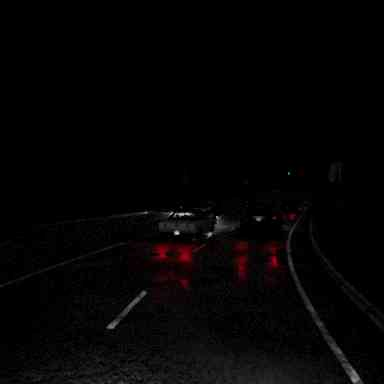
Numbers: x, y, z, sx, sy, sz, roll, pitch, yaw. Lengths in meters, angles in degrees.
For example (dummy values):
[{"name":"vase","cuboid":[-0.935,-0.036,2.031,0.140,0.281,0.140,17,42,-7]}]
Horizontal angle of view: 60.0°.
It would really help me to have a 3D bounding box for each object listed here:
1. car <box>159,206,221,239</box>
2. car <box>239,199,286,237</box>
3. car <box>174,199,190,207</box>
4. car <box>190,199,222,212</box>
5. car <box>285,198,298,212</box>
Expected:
[{"name":"car","cuboid":[-0.051,1.643,17.805,1.895,1.301,4.718,1,0,17]},{"name":"car","cuboid":[4.061,1.436,19.011,2.097,1.767,4.553,1,0,18]},{"name":"car","cuboid":[-0.511,1.510,37.758,1.994,1.385,4.181,1,1,21]},{"name":"car","cuboid":[1.697,1.525,33.740,1.812,1.442,4.674,1,0,21]},{"name":"car","cuboid":[11.293,1.494,38.659,2.128,1.511,4.902,1,1,21]}]
